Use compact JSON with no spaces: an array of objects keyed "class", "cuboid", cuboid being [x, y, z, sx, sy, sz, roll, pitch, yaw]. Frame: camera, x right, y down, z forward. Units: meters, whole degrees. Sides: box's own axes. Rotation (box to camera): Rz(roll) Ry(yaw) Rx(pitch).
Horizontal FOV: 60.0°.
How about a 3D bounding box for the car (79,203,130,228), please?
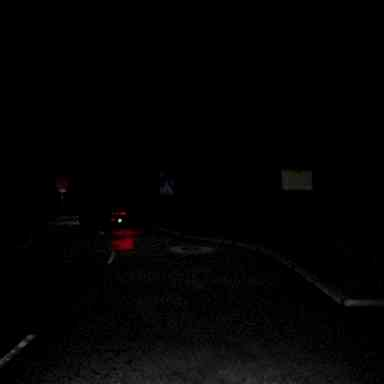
[{"class":"car","cuboid":[-5.940,1.508,22.281,1.837,1.490,4.892,1,-1,-39]}]
